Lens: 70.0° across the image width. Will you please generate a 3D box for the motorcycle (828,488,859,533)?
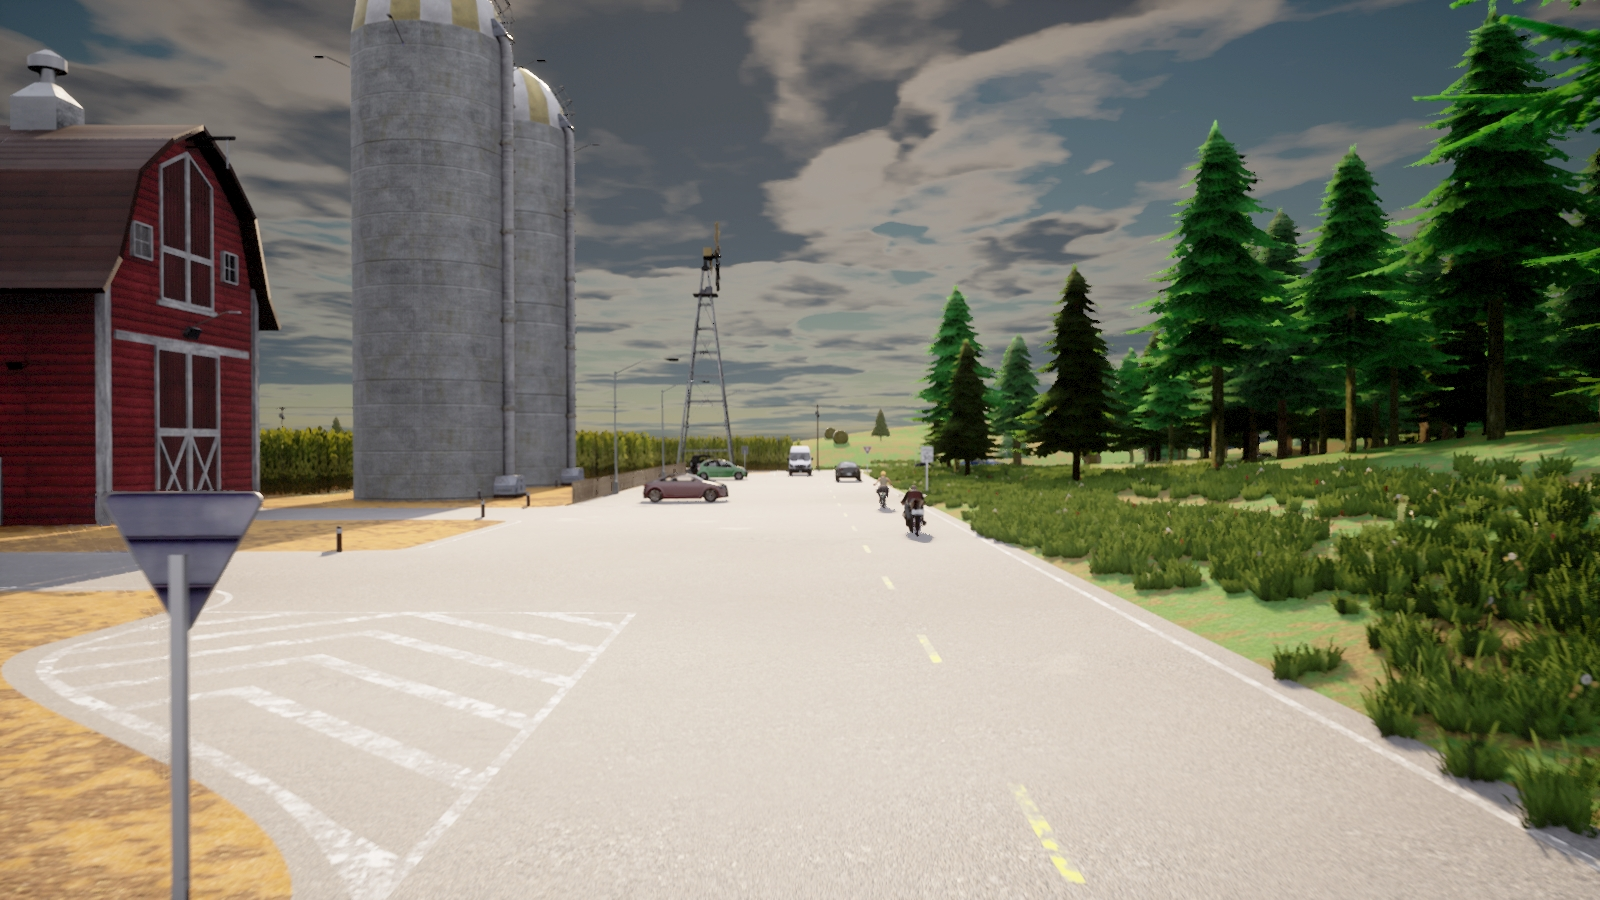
[{"bbox_3d":[1.321,1.846,35.215,0.867,1.251,2.209,0,0,0],"label":"motorcycle"}]
